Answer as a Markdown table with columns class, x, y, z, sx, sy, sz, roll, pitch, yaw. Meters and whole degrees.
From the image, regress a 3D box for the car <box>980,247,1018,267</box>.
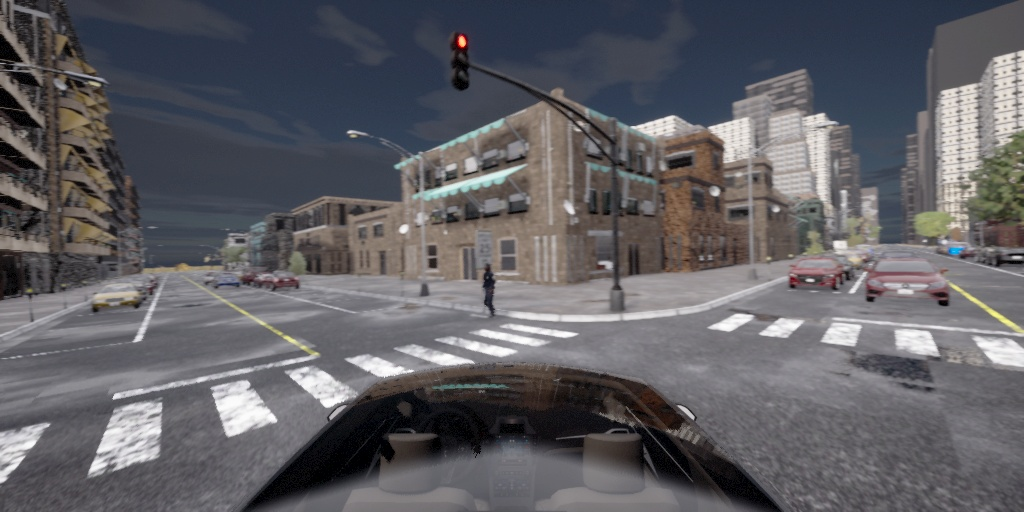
| class | x | y | z | sx | sy | sz | roll | pitch | yaw |
| --- | --- | --- | --- | --- | --- | --- | --- | --- | --- |
| car | 36.310 | 0.077 | 26.131 | 4.313 | 1.339 | 1.948 | 0 | 0 | -44 |

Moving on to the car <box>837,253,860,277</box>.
| class | x | y | z | sx | sy | sz | roll | pitch | yaw |
| --- | --- | --- | --- | --- | --- | --- | --- | --- | --- |
| car | 18.538 | 0.620 | 20.756 | 4.313 | 1.339 | 1.948 | 0 | 0 | -44 |

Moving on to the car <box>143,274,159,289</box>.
| class | x | y | z | sx | sy | sz | roll | pitch | yaw |
| --- | --- | --- | --- | --- | --- | --- | --- | --- | --- |
| car | -28.735 | 2.262 | 27.485 | 1.967 | 1.591 | 4.097 | 0 | 0 | -44 |

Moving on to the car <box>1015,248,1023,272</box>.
| class | x | y | z | sx | sy | sz | roll | pitch | yaw |
| --- | --- | --- | --- | --- | --- | --- | --- | --- | --- |
| car | 28.318 | 0.364 | 18.505 | 4.313 | 1.339 | 1.948 | 0 | 0 | -44 |

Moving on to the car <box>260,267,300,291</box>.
| class | x | y | z | sx | sy | sz | roll | pitch | yaw |
| --- | --- | --- | --- | --- | --- | --- | --- | --- | --- |
| car | -18.737 | 1.911 | 29.150 | 1.967 | 1.591 | 4.097 | 0 | 0 | -44 |

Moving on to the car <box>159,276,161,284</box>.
| class | x | y | z | sx | sy | sz | roll | pitch | yaw |
| --- | --- | --- | --- | --- | --- | --- | --- | --- | --- |
| car | -36.586 | 2.550 | 35.684 | 1.967 | 1.591 | 4.097 | 0 | 0 | -44 |

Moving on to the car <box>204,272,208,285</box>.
| class | x | y | z | sx | sy | sz | roll | pitch | yaw |
| --- | --- | --- | --- | --- | --- | --- | --- | --- | --- |
| car | -35.022 | 2.665 | 42.293 | 1.895 | 1.301 | 4.718 | -2 | 0 | -43 |

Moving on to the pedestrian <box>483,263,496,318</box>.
| class | x | y | z | sx | sy | sz | roll | pitch | yaw |
| --- | --- | --- | --- | --- | --- | --- | --- | --- | --- |
| pedestrian | -0.748 | 1.110 | 11.794 | 0.375 | 1.860 | 0.375 | -3 | 1 | -44 |

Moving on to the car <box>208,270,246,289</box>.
| class | x | y | z | sx | sy | sz | roll | pitch | yaw |
| --- | --- | --- | --- | --- | --- | --- | --- | --- | --- |
| car | -27.369 | 2.330 | 34.320 | 2.033 | 1.411 | 5.357 | -2 | 0 | -43 |

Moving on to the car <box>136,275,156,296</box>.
| class | x | y | z | sx | sy | sz | roll | pitch | yaw |
| --- | --- | --- | --- | --- | --- | --- | --- | --- | --- |
| car | -24.844 | 2.230 | 23.354 | 2.007 | 1.370 | 4.403 | 0 | 0 | -44 |

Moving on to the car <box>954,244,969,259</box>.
| class | x | y | z | sx | sy | sz | roll | pitch | yaw |
| --- | --- | --- | --- | --- | --- | --- | --- | --- | --- |
| car | 48.298 | -0.330 | 37.569 | 4.207 | 1.307 | 1.802 | 0 | 0 | -44 |

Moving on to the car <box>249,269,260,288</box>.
| class | x | y | z | sx | sy | sz | roll | pitch | yaw |
| --- | --- | --- | --- | --- | --- | --- | --- | --- | --- |
| car | -22.668 | 2.198 | 33.241 | 1.802 | 1.307 | 4.207 | 0 | 0 | -44 |

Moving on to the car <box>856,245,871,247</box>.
| class | x | y | z | sx | sy | sz | roll | pitch | yaw |
| --- | --- | --- | --- | --- | --- | --- | --- | --- | --- |
| car | 42.392 | -0.276 | 43.516 | 4.829 | 1.417 | 1.751 | 0 | 0 | -44 |

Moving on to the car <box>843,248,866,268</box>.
| class | x | y | z | sx | sy | sz | roll | pitch | yaw |
| --- | --- | --- | --- | --- | --- | --- | --- | --- | --- |
| car | 26.408 | 0.291 | 28.265 | 4.829 | 1.417 | 1.751 | 0 | 0 | -44 |

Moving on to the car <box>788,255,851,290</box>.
| class | x | y | z | sx | sy | sz | roll | pitch | yaw |
| --- | --- | --- | --- | --- | --- | --- | --- | --- | --- |
| car | 14.485 | 0.745 | 17.010 | 4.507 | 1.381 | 1.888 | 0 | 0 | -44 |

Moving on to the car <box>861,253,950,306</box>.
| class | x | y | z | sx | sy | sz | roll | pitch | yaw |
| --- | --- | --- | --- | --- | --- | --- | --- | --- | --- |
| car | 13.779 | 0.783 | 12.629 | 4.674 | 1.442 | 1.812 | -2 | 1 | -43 |

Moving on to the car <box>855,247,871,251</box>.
| class | x | y | z | sx | sy | sz | roll | pitch | yaw |
| --- | --- | --- | --- | --- | --- | --- | --- | --- | --- |
| car | 34.524 | 0.062 | 36.008 | 4.207 | 1.307 | 1.802 | 0 | 0 | -44 |

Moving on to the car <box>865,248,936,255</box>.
| class | x | y | z | sx | sy | sz | roll | pitch | yaw |
| --- | --- | --- | --- | --- | --- | --- | --- | --- | --- |
| car | 20.502 | 0.505 | 19.036 | 4.902 | 1.511 | 2.128 | -2 | 1 | -44 |

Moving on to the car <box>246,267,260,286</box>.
| class | x | y | z | sx | sy | sz | roll | pitch | yaw |
| --- | --- | --- | --- | --- | --- | --- | --- | --- | --- |
| car | -26.586 | 2.074 | 37.348 | 2.192 | 1.841 | 5.009 | 0 | 0 | -44 |

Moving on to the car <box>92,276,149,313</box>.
| class | x | y | z | sx | sy | sz | roll | pitch | yaw |
| --- | --- | --- | --- | --- | --- | --- | --- | --- | --- |
| car | -20.848 | 2.062 | 19.087 | 1.751 | 1.417 | 4.829 | 0 | 0 | -44 |

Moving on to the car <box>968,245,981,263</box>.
| class | x | y | z | sx | sy | sz | roll | pitch | yaw |
| --- | --- | --- | --- | --- | --- | --- | --- | --- | --- |
| car | 40.306 | -0.080 | 29.944 | 4.403 | 1.370 | 2.007 | 0 | 0 | -44 |
